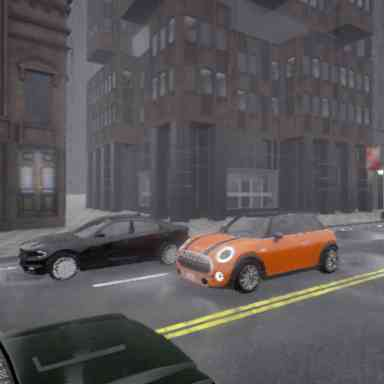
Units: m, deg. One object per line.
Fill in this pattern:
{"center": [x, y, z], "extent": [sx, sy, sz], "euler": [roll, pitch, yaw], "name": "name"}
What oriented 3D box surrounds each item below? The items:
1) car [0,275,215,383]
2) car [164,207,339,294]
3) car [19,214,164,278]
{"center": [-2.072, 1.600, 1.933], "extent": [4.718, 1.301, 1.895], "euler": [0, 0, -36], "name": "car"}
{"center": [1.821, 1.327, 8.839], "extent": [4.553, 1.767, 2.097], "euler": [0, 0, -34], "name": "car"}
{"center": [-2.358, 1.458, 9.912], "extent": [5.008, 1.535, 1.882], "euler": [0, 0, -35], "name": "car"}
